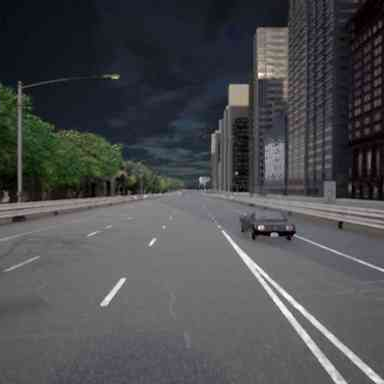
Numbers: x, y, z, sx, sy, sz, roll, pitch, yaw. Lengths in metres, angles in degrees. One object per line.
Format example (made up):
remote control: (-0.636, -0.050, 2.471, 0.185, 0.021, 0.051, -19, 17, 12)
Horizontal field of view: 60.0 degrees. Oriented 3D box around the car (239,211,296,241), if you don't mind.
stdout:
car: (3.557, 1.574, 16.590, 1.895, 1.301, 4.718, 0, 0, -1)
